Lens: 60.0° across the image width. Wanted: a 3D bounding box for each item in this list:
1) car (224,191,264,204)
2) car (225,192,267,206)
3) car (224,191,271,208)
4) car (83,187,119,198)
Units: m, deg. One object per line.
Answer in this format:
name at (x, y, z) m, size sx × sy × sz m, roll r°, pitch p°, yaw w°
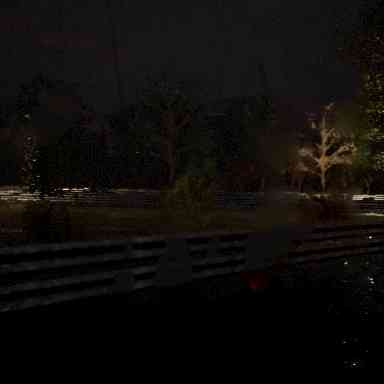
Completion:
car at (6.612, 0.720, 42.475) m, size 4.892 × 1.490 × 1.837 m, roll 1°, pitch 2°, yaw 6°
car at (6.253, 0.834, 38.994) m, size 4.674 × 1.442 × 1.812 m, roll 1°, pitch 2°, yaw 6°
car at (5.886, 0.875, 35.515) m, size 5.008 × 1.535 × 1.882 m, roll 1°, pitch 2°, yaw 6°
car at (-12.174, 0.178, 44.473) m, size 4.892 × 1.490 × 1.837 m, roll 2°, pitch 2°, yaw 6°
